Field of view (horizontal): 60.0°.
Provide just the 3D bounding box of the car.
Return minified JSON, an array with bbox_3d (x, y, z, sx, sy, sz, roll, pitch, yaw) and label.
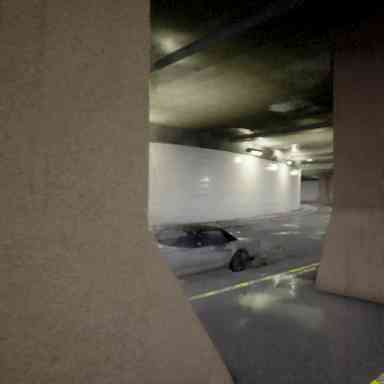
[{"bbox_3d":[-0.252,1.606,9.101,4.718,1.301,1.895,0,0,-42],"label":"car"}]
